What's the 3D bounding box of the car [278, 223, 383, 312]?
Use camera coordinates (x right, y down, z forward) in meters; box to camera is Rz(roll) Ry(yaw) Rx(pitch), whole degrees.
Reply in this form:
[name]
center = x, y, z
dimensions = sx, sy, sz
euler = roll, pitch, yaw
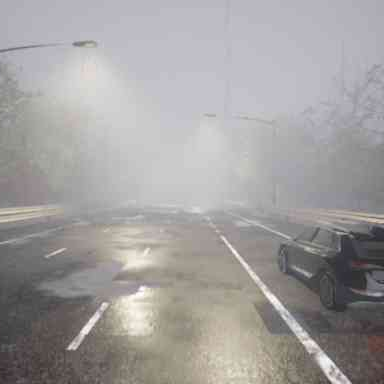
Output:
[car]
center = 3.539, 1.514, 7.904
dimensions = 2.033, 1.649, 4.856
euler = 0, -1, -1
